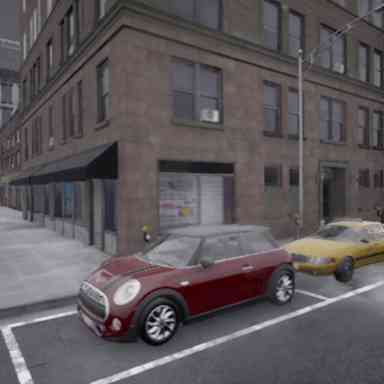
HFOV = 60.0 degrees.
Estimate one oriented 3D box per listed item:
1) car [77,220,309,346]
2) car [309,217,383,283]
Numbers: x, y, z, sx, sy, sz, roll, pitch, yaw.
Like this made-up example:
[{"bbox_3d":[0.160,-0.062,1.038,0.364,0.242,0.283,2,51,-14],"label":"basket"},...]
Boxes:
[{"bbox_3d":[0.027,1.396,6.219,4.097,1.590,1.967,-1,0,-36],"label":"car"},{"bbox_3d":[4.374,1.417,9.335,4.829,1.417,1.752,-1,0,-36],"label":"car"}]
